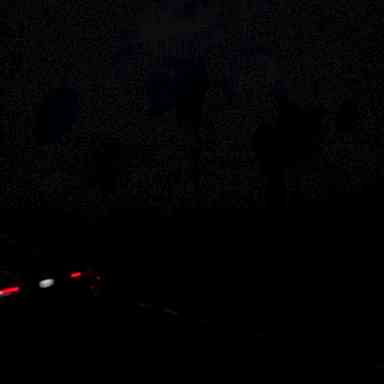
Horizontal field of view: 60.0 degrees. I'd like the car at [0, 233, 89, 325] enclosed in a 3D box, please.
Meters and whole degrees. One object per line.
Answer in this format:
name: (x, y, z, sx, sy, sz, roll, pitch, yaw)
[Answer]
car: (-4.492, 1.612, 7.069, 5.357, 1.411, 2.033, -1, 0, 35)
